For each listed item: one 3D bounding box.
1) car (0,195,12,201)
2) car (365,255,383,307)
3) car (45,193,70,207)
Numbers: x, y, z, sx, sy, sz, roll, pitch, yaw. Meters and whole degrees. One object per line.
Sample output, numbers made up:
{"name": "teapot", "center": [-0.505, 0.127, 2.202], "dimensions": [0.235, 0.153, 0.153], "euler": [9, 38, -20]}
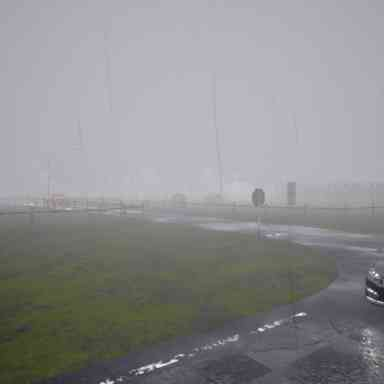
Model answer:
{"name": "car", "center": [-45.229, 1.406, 80.560], "dimensions": [5.008, 1.535, 1.882], "euler": [0, -1, 45]}
{"name": "car", "center": [5.479, 1.494, 6.868], "dimensions": [4.902, 1.511, 2.128], "euler": [0, 0, -36]}
{"name": "car", "center": [-19.866, 1.142, 48.974], "dimensions": [2.150, 2.045, 5.566], "euler": [1, -1, -40]}
